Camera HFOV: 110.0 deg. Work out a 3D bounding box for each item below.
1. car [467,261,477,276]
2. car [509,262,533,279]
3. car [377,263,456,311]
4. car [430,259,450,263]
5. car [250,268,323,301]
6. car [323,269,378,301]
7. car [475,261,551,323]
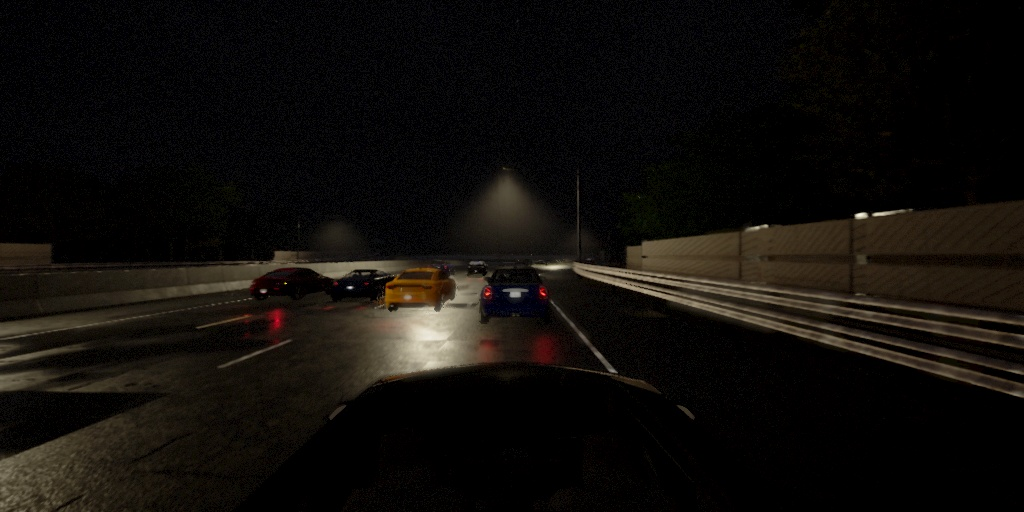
[{"bbox_3d":[-3.500,1.266,37.219,2.128,1.511,4.902,0,0,0],"label":"car"},{"bbox_3d":[0.914,1.292,33.621,1.812,1.442,4.674,0,0,7],"label":"car"},{"bbox_3d":[-3.500,1.236,14.520,1.882,1.535,5.008,0,0,0],"label":"car"},{"bbox_3d":[-6.901,1.124,35.102,2.097,1.767,4.553,0,0,0],"label":"car"},{"bbox_3d":[-10.390,1.286,17.304,1.812,1.442,4.674,0,0,0],"label":"car"},{"bbox_3d":[-6.900,1.324,17.294,1.994,1.385,4.181,0,0,0],"label":"car"},{"bbox_3d":[0.100,1.109,12.247,2.097,1.767,4.553,0,0,0],"label":"car"}]
